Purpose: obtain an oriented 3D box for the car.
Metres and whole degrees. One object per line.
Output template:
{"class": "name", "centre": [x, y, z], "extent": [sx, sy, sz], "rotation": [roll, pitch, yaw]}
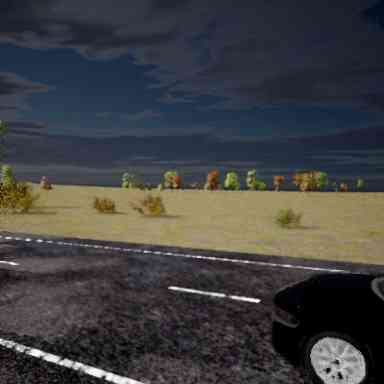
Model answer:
{"class": "car", "centre": [3.436, 1.473, 3.724], "extent": [5.008, 1.535, 1.882], "rotation": [0, 0, 27]}
